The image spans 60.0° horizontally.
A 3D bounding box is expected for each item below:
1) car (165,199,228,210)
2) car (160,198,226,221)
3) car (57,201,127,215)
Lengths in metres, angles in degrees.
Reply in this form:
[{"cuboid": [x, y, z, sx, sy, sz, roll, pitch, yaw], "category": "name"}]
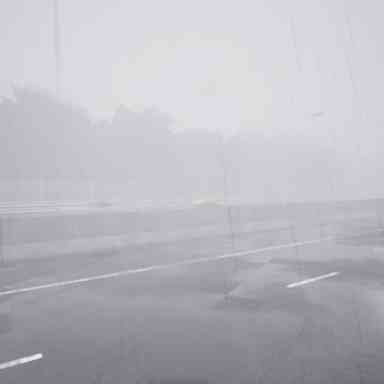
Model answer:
[{"cuboid": [0.358, 1.290, 21.379, 5.008, 1.535, 1.882, -1, 1, -35], "category": "car"}, {"cuboid": [0.145, 1.287, 25.499, 4.892, 1.490, 1.837, 0, 0, -35], "category": "car"}, {"cuboid": [-7.355, 1.360, 24.551, 4.718, 1.301, 1.895, -1, -1, -35], "category": "car"}]
